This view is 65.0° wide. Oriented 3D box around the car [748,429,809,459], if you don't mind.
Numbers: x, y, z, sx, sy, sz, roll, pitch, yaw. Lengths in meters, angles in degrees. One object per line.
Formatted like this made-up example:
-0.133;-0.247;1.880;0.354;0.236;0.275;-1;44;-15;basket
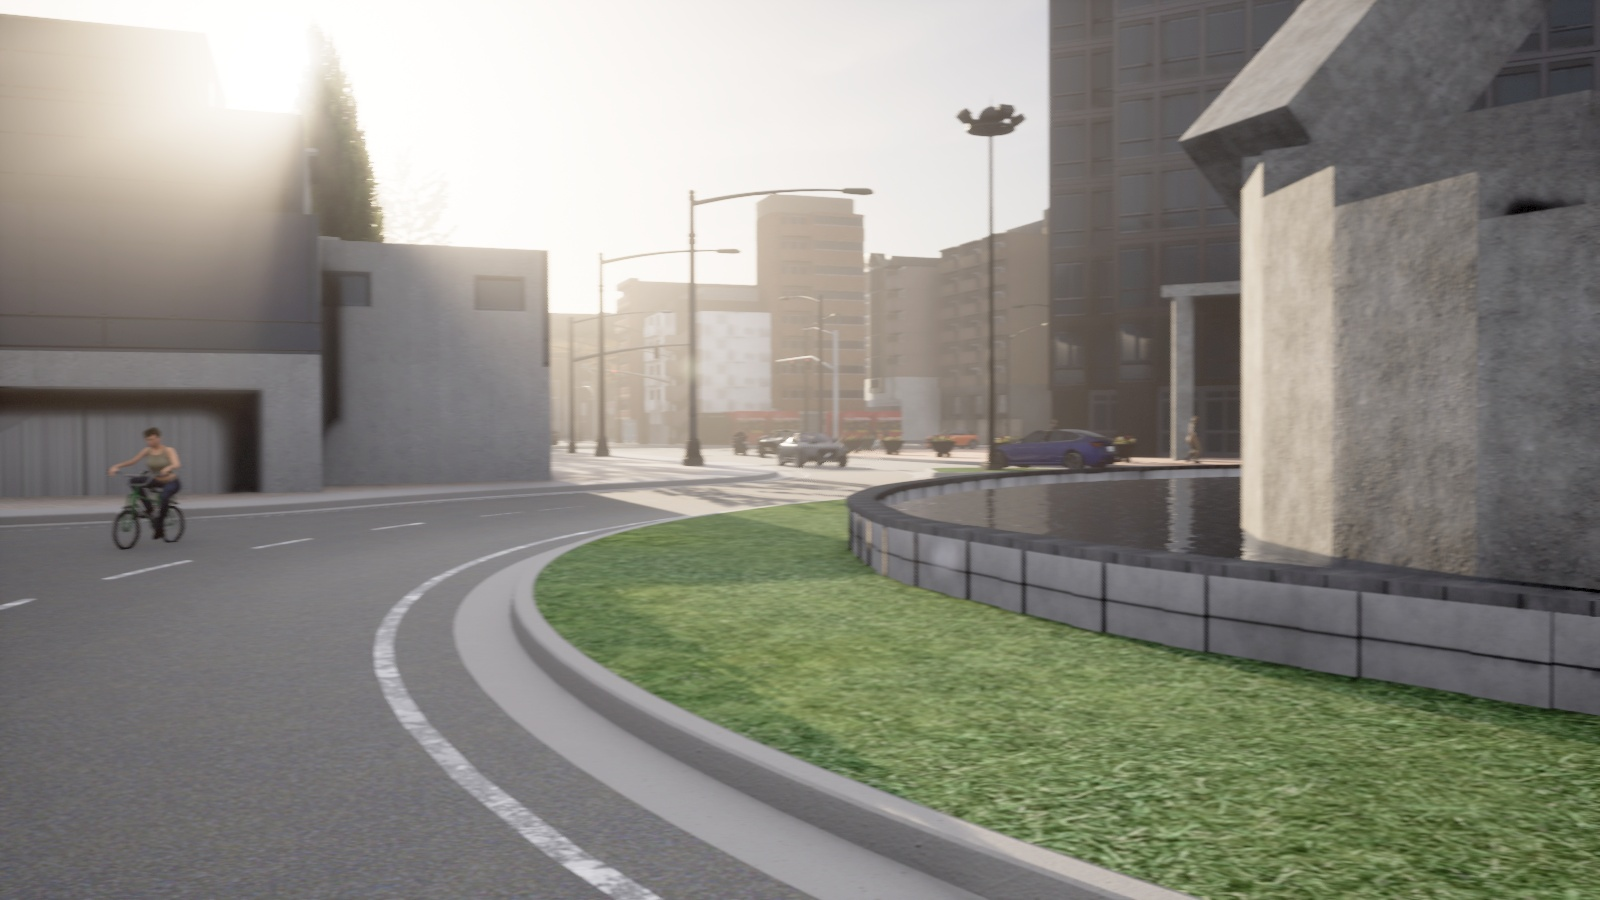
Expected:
-1.137;-0.314;64.421;1.816;1.474;4.193;0;1;-20;car

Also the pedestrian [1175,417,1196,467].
14.226;-0.301;46.348;0.694;1.848;0.540;1;1;21;pedestrian

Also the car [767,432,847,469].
0.236;-0.006;50.217;1.994;1.385;4.181;0;1;-17;car

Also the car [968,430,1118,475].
8.652;0.050;44.941;4.792;1.488;2.163;1;1;40;car

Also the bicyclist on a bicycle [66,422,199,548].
-8.921;0.434;16.856;0.866;1.612;1.509;1;1;7;bicyclist on a bicycle

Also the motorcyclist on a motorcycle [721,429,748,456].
-3.738;-0.425;71.408;0.866;1.530;2.191;0;1;-20;motorcyclist on a motorcycle
